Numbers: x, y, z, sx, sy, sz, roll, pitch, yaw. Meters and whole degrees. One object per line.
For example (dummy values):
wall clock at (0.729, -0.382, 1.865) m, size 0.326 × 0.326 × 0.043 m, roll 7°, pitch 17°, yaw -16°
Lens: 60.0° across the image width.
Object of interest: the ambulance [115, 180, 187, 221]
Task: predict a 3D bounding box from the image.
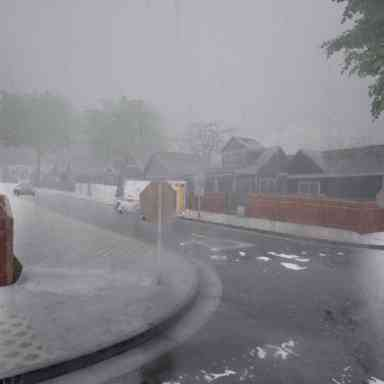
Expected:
ambulance at (-2.964, 0.483, 21.614) m, size 2.351 × 2.431 × 6.366 m, roll 1°, pitch 1°, yaw -35°

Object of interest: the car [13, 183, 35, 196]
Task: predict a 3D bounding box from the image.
car at (-22.360, -0.440, 44.307) m, size 2.097 × 1.767 × 4.553 m, roll 1°, pitch 2°, yaw -35°
